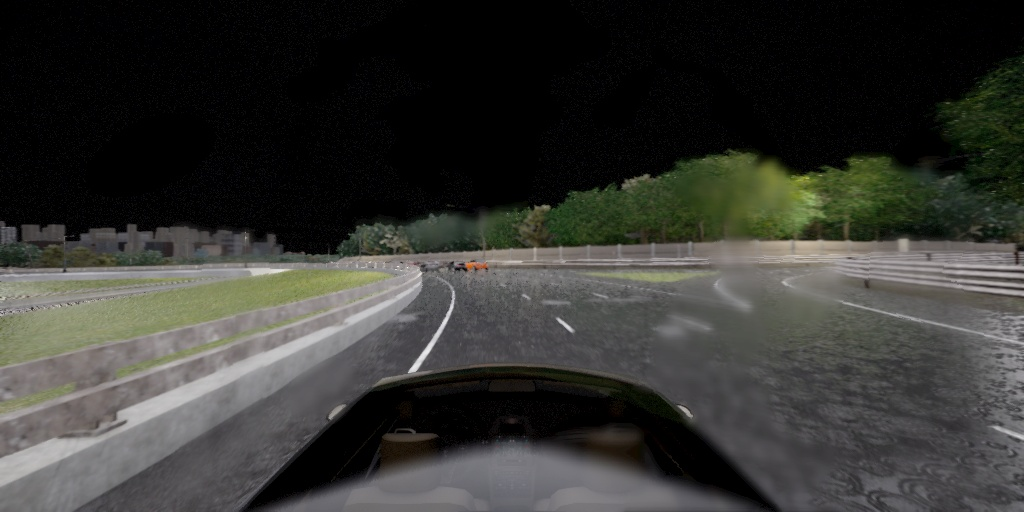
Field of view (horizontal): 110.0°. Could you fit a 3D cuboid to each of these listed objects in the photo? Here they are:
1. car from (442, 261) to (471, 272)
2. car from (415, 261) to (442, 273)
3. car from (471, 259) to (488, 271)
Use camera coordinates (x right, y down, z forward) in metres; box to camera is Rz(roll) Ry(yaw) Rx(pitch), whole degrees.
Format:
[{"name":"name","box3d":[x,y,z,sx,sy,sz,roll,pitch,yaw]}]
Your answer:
[{"name":"car","box3d":[-7.765,1.436,49.896,1.837,1.490,4.892,-1,0,-27]},{"name":"car","box3d":[-11.373,1.499,49.251,2.128,1.511,4.902,-1,0,-28]},{"name":"car","box3d":[-5.309,1.228,52.731,2.097,1.767,4.553,-1,0,-29]}]
